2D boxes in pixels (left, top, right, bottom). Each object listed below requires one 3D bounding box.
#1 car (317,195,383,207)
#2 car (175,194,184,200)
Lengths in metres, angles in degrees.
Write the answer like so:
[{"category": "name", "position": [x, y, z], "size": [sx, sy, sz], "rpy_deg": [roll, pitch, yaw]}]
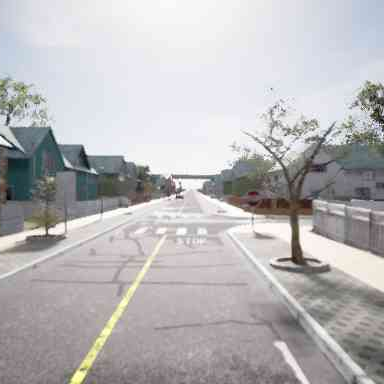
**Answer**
[{"category": "car", "position": [11.550, 1.232, 23.831], "size": [5.566, 2.045, 2.150], "rpy_deg": [0, -1, -1]}, {"category": "car", "position": [-2.747, 1.097, 73.048], "size": [1.895, 1.301, 4.718], "rpy_deg": [0, 0, 0]}]
